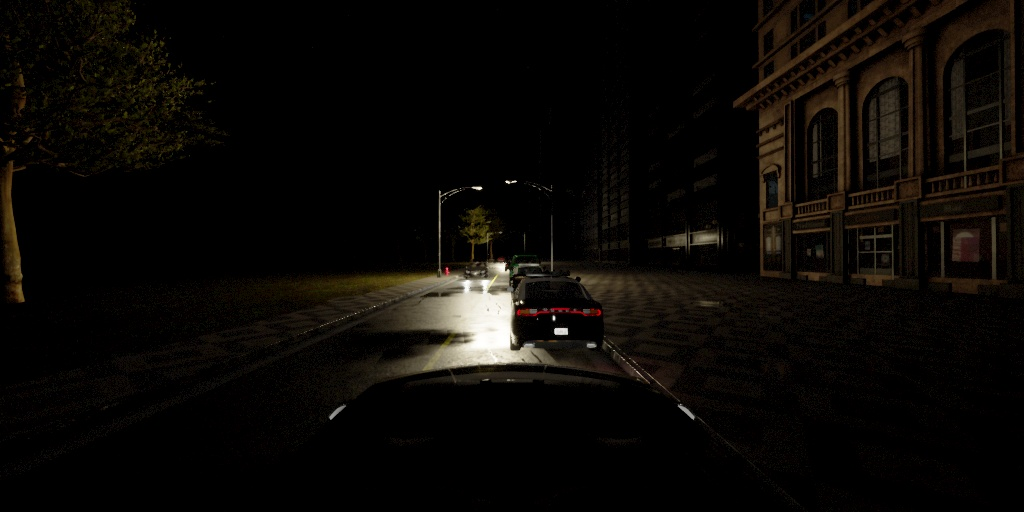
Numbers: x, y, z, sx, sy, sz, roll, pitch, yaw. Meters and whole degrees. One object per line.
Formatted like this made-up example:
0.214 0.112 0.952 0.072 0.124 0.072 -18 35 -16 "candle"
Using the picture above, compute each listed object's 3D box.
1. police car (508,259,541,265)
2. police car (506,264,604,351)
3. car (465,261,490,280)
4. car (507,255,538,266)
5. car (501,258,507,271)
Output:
0.897 1.170 19.150 1.930 1.638 5.238 0 0 0 "police car"
0.899 1.175 9.149 1.930 1.638 5.238 0 0 0 "police car"
-3.005 1.236 31.624 1.837 1.490 4.892 0 0 0 "car"
0.894 0.963 25.070 2.150 2.045 5.566 0 0 0 "car"
0.016 1.252 46.600 2.033 1.411 5.357 0 0 1 "car"
